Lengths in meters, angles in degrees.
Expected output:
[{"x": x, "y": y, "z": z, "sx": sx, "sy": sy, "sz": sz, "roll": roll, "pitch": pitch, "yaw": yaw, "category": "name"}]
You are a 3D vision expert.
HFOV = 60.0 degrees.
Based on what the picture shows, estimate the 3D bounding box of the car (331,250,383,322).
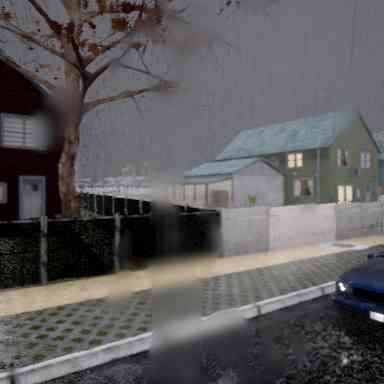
[{"x": 5.060, "y": 1.539, "z": 6.665, "sx": 5.357, "sy": 1.411, "sz": 2.033, "roll": 0, "pitch": 0, "yaw": -35, "category": "car"}]
